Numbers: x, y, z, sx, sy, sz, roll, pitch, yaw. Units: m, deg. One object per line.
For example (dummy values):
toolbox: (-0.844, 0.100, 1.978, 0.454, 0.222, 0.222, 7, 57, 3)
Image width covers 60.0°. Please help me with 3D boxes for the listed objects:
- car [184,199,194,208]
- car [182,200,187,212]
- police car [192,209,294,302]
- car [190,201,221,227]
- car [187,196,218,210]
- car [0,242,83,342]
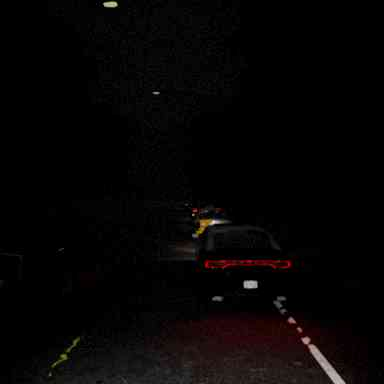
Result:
car: (-0.564, 2.058, 59.381, 1.812, 1.442, 4.674, 0, -1, -1)
car: (-0.297, 1.851, 45.297, 2.128, 1.511, 4.902, 0, -1, 0)
police car: (1.042, 1.462, 8.535, 1.930, 1.638, 5.238, 0, 0, 0)
car: (0.983, 1.546, 18.629, 1.801, 1.575, 5.366, -1, 0, 0)
car: (0.931, 1.354, 24.483, 2.150, 2.045, 5.566, -1, 0, 0)
car: (-3.509, 1.623, 5.637, 1.895, 1.301, 4.718, 0, 0, 0)
